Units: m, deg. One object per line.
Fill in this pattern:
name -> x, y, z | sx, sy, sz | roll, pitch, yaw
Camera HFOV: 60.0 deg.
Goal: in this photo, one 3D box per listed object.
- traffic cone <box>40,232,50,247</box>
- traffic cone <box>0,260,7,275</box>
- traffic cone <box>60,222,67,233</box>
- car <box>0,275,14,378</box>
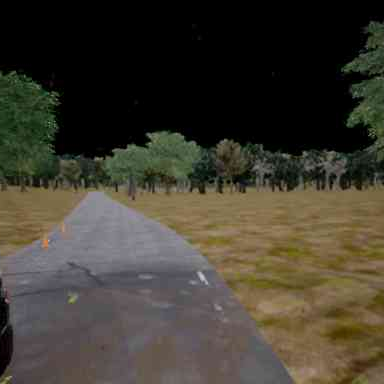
traffic cone -> -6.293, 2.032, 14.257 | 0.340, 0.580, 0.340 | 0, 0, -11
traffic cone -> -5.529, 2.028, 9.471 | 0.340, 0.580, 0.340 | 0, 0, -7
traffic cone -> -7.325, 2.018, 18.990 | 0.340, 0.580, 0.340 | 0, 0, -14
car -> -2.784, 1.239, 1.065 | 2.150, 2.045, 5.566 | 0, -1, -2
